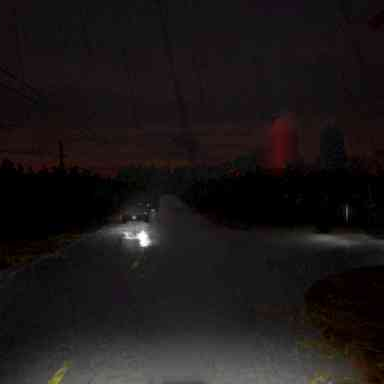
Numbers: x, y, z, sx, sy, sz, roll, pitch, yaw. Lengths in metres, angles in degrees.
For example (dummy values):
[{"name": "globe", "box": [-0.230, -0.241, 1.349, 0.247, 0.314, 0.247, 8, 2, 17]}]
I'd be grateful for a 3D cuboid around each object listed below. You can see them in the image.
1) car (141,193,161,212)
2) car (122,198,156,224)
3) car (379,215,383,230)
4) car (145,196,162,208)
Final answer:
[{"name": "car", "box": [-4.884, 1.188, 38.043, 2.150, 2.045, 5.566, 0, 0, -4]}, {"name": "car", "box": [-4.079, 1.469, 25.045, 2.128, 1.511, 4.902, 0, 0, -3]}, {"name": "car", "box": [12.063, 1.202, 15.901, 5.566, 2.045, 2.150, 0, 0, -2]}, {"name": "car", "box": [-5.584, 1.447, 48.871, 2.128, 1.511, 4.902, 0, 0, -4]}]
